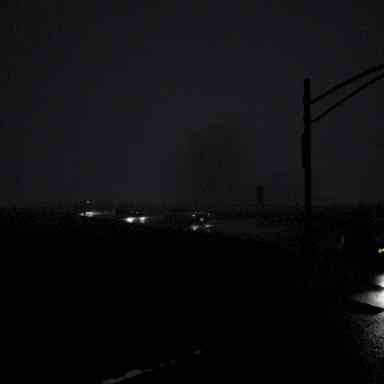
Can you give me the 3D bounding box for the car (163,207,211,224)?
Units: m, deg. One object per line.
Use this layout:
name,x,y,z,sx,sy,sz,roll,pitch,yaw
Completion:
car,-0.499,1.932,28.187,1.895,1.301,4.718,-1,0,-36

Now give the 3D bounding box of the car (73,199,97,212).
car,-16.836,2.210,51.063,2.128,1.511,4.902,-1,0,-35

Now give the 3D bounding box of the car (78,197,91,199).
car,-20.415,2.027,62.263,2.150,2.045,5.566,-1,0,-36

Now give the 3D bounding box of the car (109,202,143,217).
car,-7.253,1.993,37.598,1.837,1.490,4.892,-1,0,-36

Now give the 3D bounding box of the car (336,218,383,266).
car,6.618,1.655,11.808,2.033,1.411,5.357,0,-2,11

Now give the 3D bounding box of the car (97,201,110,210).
car,-14.357,2.152,53.826,2.128,1.511,4.902,-1,0,-35
